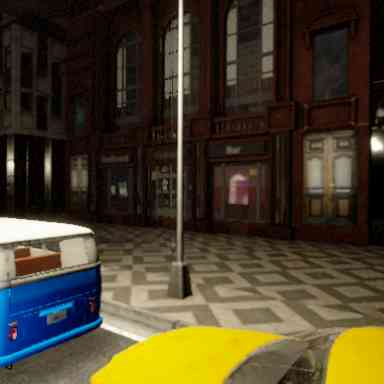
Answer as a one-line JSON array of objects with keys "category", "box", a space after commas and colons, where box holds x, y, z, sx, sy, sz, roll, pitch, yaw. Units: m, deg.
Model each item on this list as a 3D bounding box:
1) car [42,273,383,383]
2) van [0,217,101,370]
[{"category": "car", "box": [1.254, 1.525, 2.066, 4.829, 1.417, 1.752, 0, 0, 35]}, {"category": "van", "box": [-3.196, 1.316, 5.237, 3.998, 1.788, 1.690, 0, 0, 35]}]
